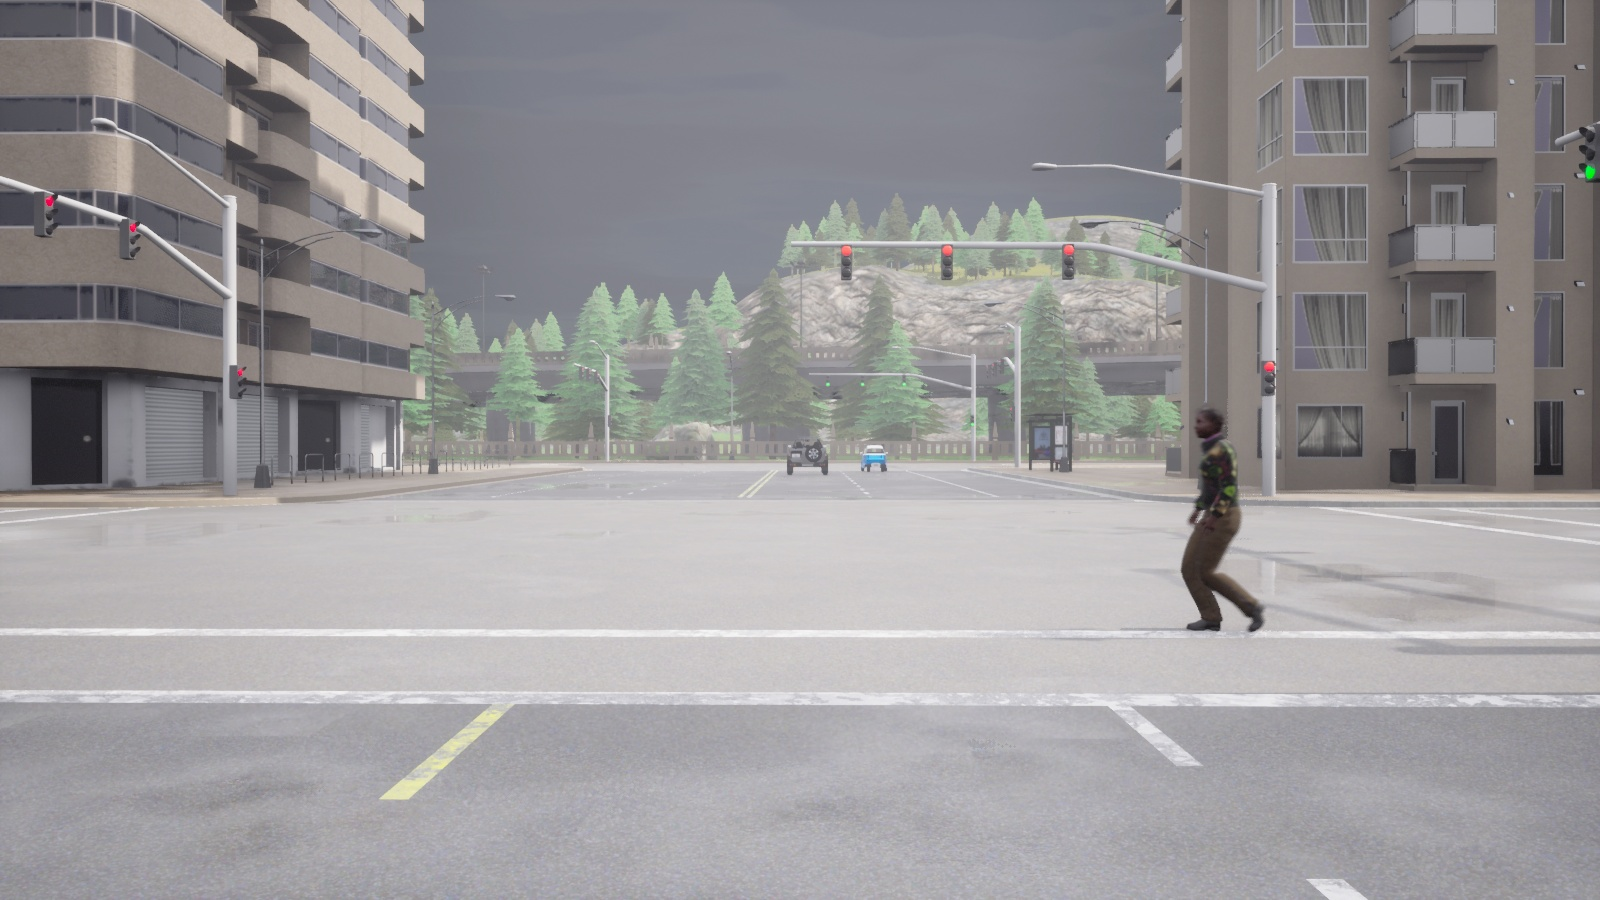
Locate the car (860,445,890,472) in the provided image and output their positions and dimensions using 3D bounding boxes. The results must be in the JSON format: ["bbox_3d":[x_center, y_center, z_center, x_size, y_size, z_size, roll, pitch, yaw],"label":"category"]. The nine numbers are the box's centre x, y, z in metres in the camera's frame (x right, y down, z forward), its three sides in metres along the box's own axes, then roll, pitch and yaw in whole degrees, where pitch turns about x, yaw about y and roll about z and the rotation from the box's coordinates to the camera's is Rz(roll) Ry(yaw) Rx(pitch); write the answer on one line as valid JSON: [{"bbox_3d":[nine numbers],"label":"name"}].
[{"bbox_3d":[3.886,0.435,65.300,1.481,1.376,2.207,0,1,1],"label":"car"}]

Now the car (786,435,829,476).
[{"bbox_3d":[0.350,0.229,59.256,1.932,1.855,4.605,0,0,0],"label":"car"}]

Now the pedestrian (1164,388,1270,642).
[{"bbox_3d":[3.234,0.491,9.765,0.692,1.930,0.395,0,0,2],"label":"pedestrian"}]
